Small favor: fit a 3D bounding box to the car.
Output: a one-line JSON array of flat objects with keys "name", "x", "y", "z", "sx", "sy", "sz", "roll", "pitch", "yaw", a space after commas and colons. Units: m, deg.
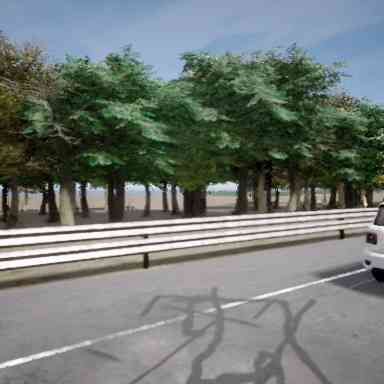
[{"name": "car", "x": 6.531, "y": 1.182, "z": 8.276, "sx": 5.566, "sy": 2.045, "sz": 2.150, "roll": 0, "pitch": 0, "yaw": -35}]
